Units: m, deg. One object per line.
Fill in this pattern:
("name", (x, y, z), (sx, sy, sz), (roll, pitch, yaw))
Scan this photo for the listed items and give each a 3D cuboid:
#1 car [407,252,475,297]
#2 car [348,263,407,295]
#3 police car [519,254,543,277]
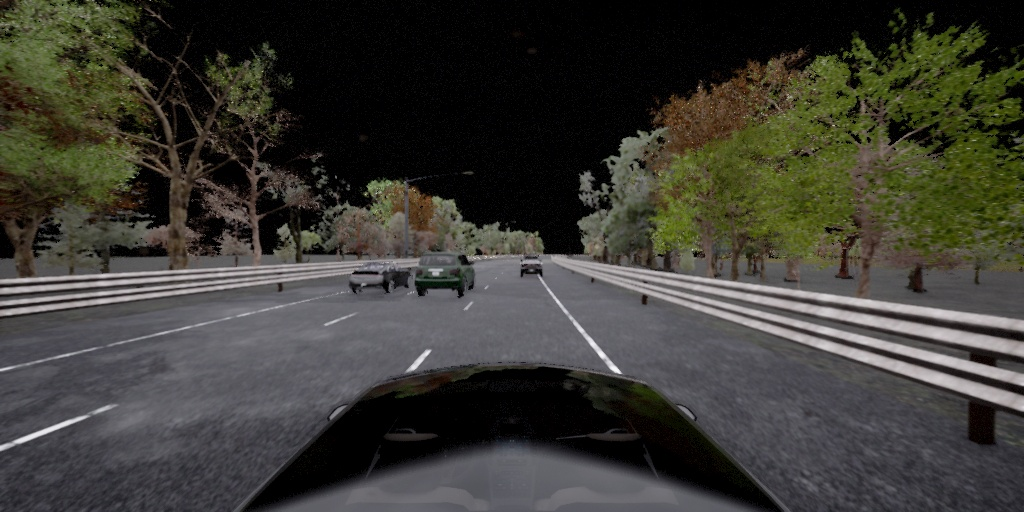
("car", (-3.186, 0.823, 17.938), (2.150, 2.045, 5.566), (0, 1, 1))
("car", (-6.664, 1.084, 18.659), (2.128, 1.511, 4.902), (0, 1, 1))
("police car", (1.664, 0.917, 31.107), (1.930, 1.638, 5.238), (0, 0, 2))
